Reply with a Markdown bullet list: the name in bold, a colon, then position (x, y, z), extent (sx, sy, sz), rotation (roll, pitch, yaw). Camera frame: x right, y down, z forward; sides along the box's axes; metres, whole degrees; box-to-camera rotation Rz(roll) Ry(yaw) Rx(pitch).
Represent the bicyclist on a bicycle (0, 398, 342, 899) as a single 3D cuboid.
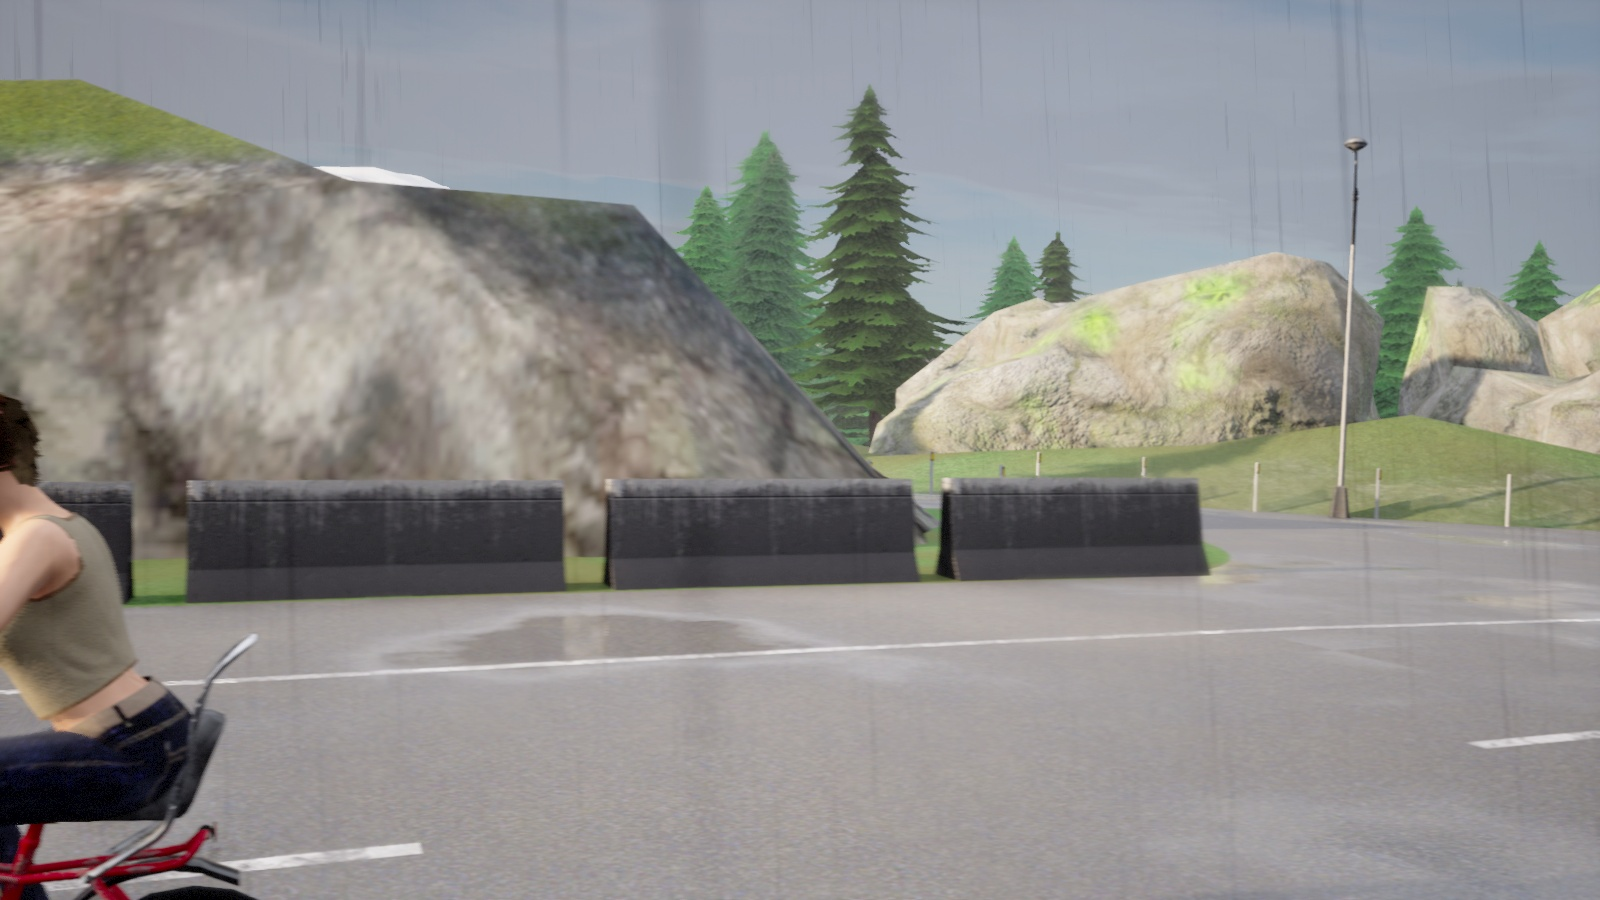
- **bicyclist on a bicycle**: position (-1.746, 0.712, 2.570), extent (1.509, 1.612, 0.866), rotation (-1, 1, -21)
